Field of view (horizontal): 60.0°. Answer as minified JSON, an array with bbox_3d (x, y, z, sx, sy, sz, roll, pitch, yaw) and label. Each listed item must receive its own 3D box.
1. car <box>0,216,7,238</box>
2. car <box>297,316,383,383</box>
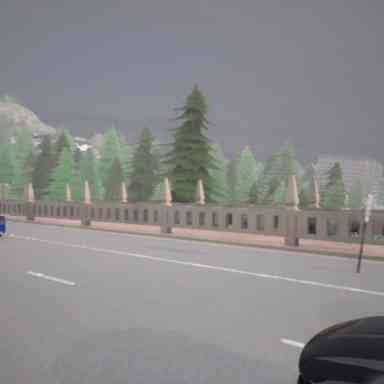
[{"bbox_3d":[-10.929,1.436,16.088,5.008,1.535,1.882,0,0,35],"label":"car"},{"bbox_3d":[3.119,1.483,1.768,5.008,1.535,1.882,0,0,36],"label":"car"}]
